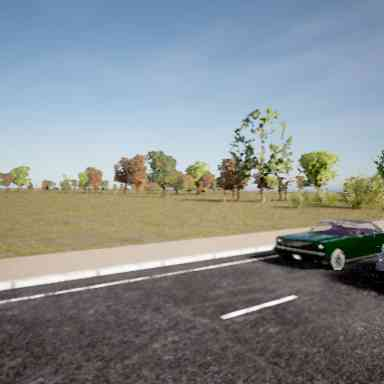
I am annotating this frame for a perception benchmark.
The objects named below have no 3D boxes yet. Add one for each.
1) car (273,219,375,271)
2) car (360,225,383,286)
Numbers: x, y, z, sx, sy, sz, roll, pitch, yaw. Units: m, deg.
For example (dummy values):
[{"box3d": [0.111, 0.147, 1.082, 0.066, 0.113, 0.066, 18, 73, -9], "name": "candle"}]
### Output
[{"box3d": [4.888, 1.602, 11.052, 4.718, 1.301, 1.895, 0, 0, -35], "name": "car"}, {"box3d": [6.178, 1.566, 7.996, 4.181, 1.385, 1.994, 0, 0, -35], "name": "car"}]
